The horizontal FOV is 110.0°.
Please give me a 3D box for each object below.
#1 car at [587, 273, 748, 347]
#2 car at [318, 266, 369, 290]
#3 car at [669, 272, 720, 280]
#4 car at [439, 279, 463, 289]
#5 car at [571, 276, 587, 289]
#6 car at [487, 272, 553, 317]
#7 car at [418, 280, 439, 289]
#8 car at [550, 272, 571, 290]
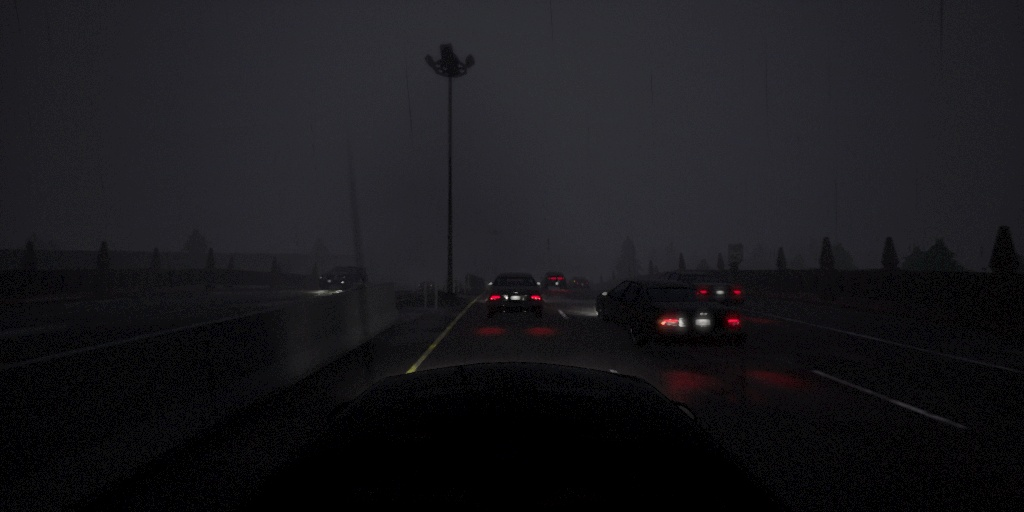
[{"bbox_3d":[3.602,1.299,9.277,2.033,1.411,5.357,0,0,0],"label":"car"},{"bbox_3d":[-14.092,1.825,30.444,2.150,2.045,5.566,0,-5,0],"label":"car"},{"bbox_3d":[7.102,1.343,14.743,2.033,1.411,5.357,0,-1,0],"label":"car"},{"bbox_3d":[-7.074,3.510,43.372,1.882,1.535,5.008,0,-7,0],"label":"car"},{"bbox_3d":[7.093,2.942,38.416,1.812,1.442,4.674,0,-7,0],"label":"car"},{"bbox_3d":[0.102,1.319,13.150,2.033,1.411,5.357,0,-1,0],"label":"car"},{"bbox_3d":[-10.572,3.837,45.959,1.882,1.535,5.008,0,-7,0],"label":"car"},{"bbox_3d":[3.604,2.175,31.210,1.837,1.490,4.892,0,-5,0],"label":"car"}]
